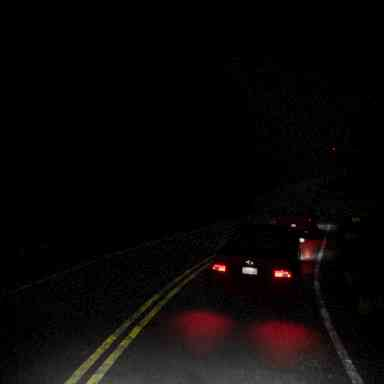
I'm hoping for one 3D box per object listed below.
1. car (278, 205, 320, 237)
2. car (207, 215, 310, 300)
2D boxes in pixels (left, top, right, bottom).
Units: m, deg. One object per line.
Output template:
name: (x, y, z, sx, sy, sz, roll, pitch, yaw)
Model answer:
car: (5.965, 1.485, 18.538, 1.882, 1.535, 5.008, 2, 1, 23)
car: (1.877, 1.548, 8.693, 2.033, 1.411, 5.357, 2, 0, 18)
